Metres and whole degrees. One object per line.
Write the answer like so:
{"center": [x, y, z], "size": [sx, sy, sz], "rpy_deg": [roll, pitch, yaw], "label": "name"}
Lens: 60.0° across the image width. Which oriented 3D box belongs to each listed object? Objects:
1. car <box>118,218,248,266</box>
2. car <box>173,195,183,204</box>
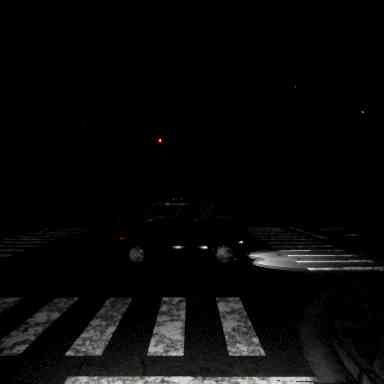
{"center": [-0.281, 1.573, 11.000], "size": [4.181, 1.385, 1.994], "rpy_deg": [0, 0, 0], "label": "car"}
{"center": [-2.896, 1.490, 69.348], "size": [2.097, 1.767, 4.553], "rpy_deg": [0, 0, 0], "label": "car"}
